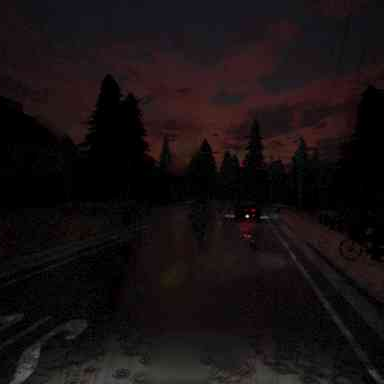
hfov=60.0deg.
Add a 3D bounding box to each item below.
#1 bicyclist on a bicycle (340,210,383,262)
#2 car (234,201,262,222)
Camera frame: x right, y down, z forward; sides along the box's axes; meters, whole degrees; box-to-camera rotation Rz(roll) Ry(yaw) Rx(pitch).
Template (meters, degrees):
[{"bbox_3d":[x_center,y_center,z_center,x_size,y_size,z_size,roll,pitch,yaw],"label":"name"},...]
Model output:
[{"bbox_3d":[5.563,1.390,10.554,1.656,1.620,0.582,1,0,10],"label":"bicyclist on a bicycle"},{"bbox_3d":[4.366,1.480,26.180,1.837,1.490,4.892,2,0,10],"label":"car"}]
